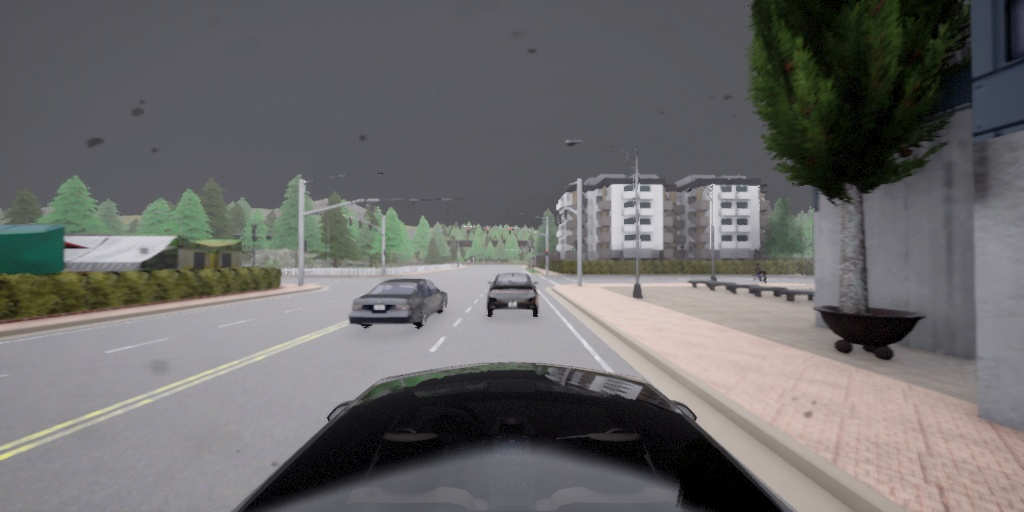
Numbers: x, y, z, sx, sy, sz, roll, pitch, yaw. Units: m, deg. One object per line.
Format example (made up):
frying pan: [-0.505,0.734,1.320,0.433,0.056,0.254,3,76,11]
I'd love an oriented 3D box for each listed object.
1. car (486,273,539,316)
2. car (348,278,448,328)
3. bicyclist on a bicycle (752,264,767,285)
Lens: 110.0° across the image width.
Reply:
car: [0.042,1.414,14.139,2.128,1.511,4.902,0,-1,1]
car: [-3.481,1.440,11.966,2.033,1.411,5.357,0,-1,0]
bicyclist on a bicycle: [19.381,1.417,28.113,0.582,1.620,1.656,0,-1,-3]
